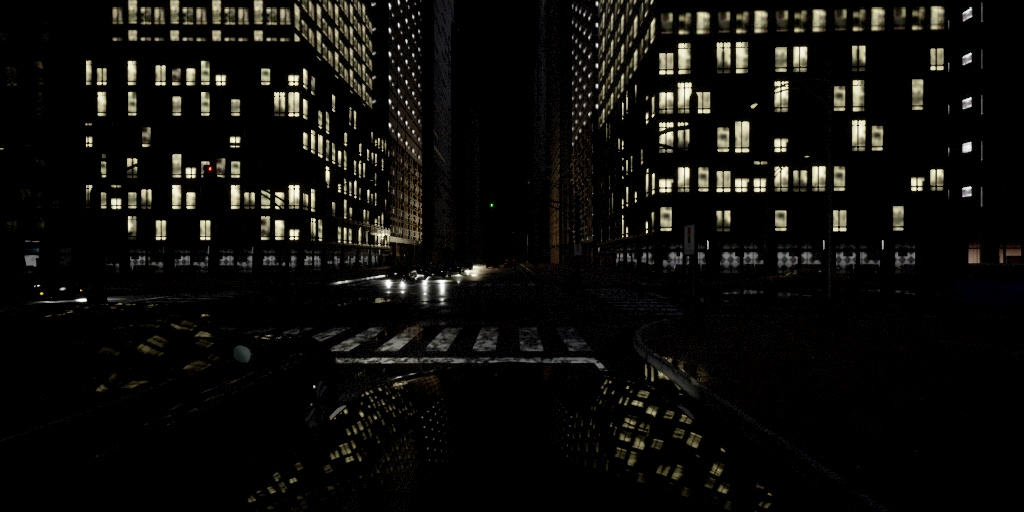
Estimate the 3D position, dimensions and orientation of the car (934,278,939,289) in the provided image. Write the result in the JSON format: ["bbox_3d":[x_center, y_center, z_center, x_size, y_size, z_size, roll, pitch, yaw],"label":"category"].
[{"bbox_3d":[26.828,1.359,20.442,4.207,1.307,1.802,0,0,2],"label":"car"}]

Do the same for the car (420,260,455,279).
[{"bbox_3d":[-6.757,1.310,32.921,1.812,1.442,4.674,0,0,0],"label":"car"}]

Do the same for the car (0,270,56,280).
[{"bbox_3d":[-22.518,1.325,16.380,4.181,1.385,1.994,0,0,0],"label":"car"}]

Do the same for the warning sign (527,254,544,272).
[{"bbox_3d":[2.652,0.916,40.790,1.300,1.860,1.060,0,0,0],"label":"warning sign"}]

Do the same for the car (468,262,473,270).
[{"bbox_3d":[-6.846,1.398,52.774,1.994,1.385,4.181,0,0,0],"label":"car"}]

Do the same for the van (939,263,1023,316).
[{"bbox_3d":[18.303,1.121,12.711,3.998,1.789,1.690,0,0,2],"label":"van"}]

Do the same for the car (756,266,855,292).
[{"bbox_3d":[16.991,1.296,20.876,4.829,1.417,1.751,0,0,2],"label":"car"}]

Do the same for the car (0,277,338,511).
[{"bbox_3d":[-3.154,1.102,2.529,2.097,1.767,4.553,0,0,0],"label":"car"}]

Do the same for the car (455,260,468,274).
[{"bbox_3d":[-6.808,1.284,42.795,1.882,1.535,5.008,0,0,0],"label":"car"}]

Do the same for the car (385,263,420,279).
[{"bbox_3d":[-10.008,1.348,32.769,1.994,1.385,4.181,0,0,0],"label":"car"}]

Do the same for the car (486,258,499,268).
[{"bbox_3d":[-3.460,1.224,63.613,2.097,1.767,4.553,0,0,-1],"label":"car"}]

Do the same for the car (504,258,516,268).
[{"bbox_3d":[-0.316,1.436,63.790,1.994,1.385,4.181,0,0,0],"label":"car"}]
